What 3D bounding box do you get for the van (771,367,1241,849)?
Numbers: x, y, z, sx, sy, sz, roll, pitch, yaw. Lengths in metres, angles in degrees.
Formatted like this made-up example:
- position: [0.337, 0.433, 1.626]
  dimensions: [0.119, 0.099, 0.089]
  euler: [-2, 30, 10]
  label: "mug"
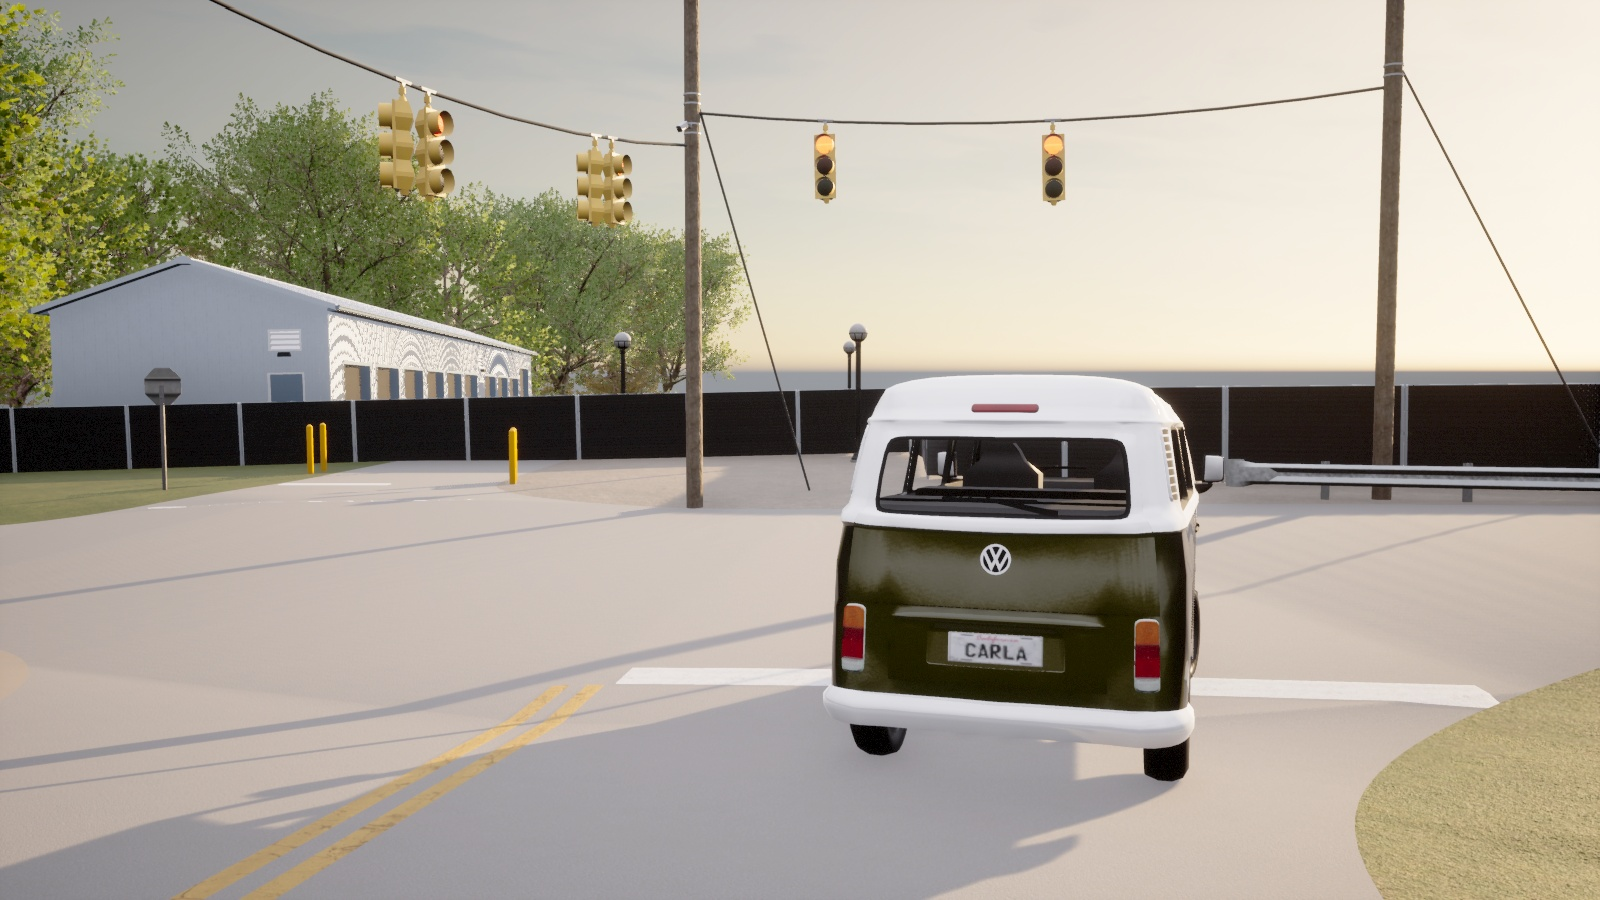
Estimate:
- position: [1.546, 0.611, 7.742]
  dimensions: [2.069, 2.038, 4.480]
  euler: [1, 1, 18]
  label: "van"
